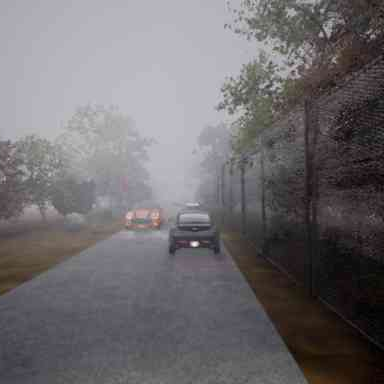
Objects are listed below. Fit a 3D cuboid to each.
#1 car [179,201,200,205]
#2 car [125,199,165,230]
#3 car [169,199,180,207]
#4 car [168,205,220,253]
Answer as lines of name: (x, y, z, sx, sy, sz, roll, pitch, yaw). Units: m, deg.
car: (0.041, 1.586, 30.330, 1.812, 1.442, 4.674, 0, 0, 0)
car: (-2.877, 1.363, 21.102, 2.097, 1.767, 4.553, 0, 0, 0)
car: (-3.038, 2.056, 61.935, 1.837, 1.490, 4.892, 0, -1, 0)
car: (0.087, 1.505, 13.695, 1.837, 1.490, 4.892, 0, 0, 0)
